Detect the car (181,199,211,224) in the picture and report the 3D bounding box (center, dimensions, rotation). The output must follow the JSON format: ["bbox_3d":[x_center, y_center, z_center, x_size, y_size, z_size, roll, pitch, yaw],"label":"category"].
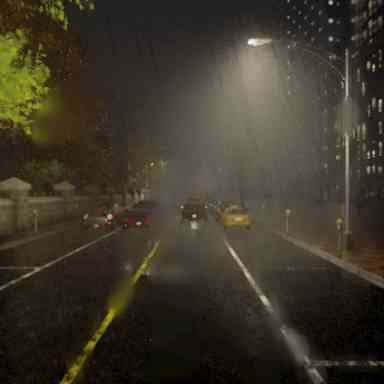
[{"bbox_3d":[0.167,1.522,25.325,1.882,1.535,5.008,0,0,0],"label":"car"}]

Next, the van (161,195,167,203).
[{"bbox_3d":[-5.546,1.472,55.406,1.690,1.788,3.998,0,0,0],"label":"van"}]

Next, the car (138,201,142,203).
[{"bbox_3d":[-5.619,1.601,27.244,2.008,1.369,4.403,0,0,0],"label":"car"}]

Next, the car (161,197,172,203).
[{"bbox_3d":[-5.502,1.731,72.302,1.887,1.381,4.507,0,0,0],"label":"car"}]

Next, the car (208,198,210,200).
[{"bbox_3d":[2.775,1.608,32.854,1.887,1.381,4.507,0,0,0],"label":"car"}]

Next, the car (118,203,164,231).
[{"bbox_3d":[-3.037,1.599,20.831,1.994,1.385,4.181,0,0,0],"label":"car"}]

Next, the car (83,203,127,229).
[{"bbox_3d":[-5.634,1.478,21.613,1.967,1.590,4.097,0,0,0],"label":"car"}]

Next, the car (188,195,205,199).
[{"bbox_3d":[0.209,1.441,41.576,2.097,1.767,4.553,0,0,0],"label":"car"}]

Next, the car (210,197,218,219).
[{"bbox_3d":[2.760,1.488,27.223,1.967,1.590,4.097,0,0,0],"label":"car"}]

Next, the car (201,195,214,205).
[{"bbox_3d":[2.848,1.461,61.017,2.192,1.841,5.009,0,0,0],"label":"car"}]

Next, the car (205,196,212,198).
[{"bbox_3d":[2.804,1.641,44.119,1.887,1.381,4.507,0,0,0],"label":"car"}]

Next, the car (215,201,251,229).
[{"bbox_3d":[2.747,1.562,21.761,1.752,1.417,4.829,0,0,0],"label":"car"}]

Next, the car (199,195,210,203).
[{"bbox_3d":[2.891,1.520,77.914,2.192,1.841,5.009,0,0,0],"label":"car"}]

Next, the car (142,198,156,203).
[{"bbox_3d":[-5.591,1.663,38.508,1.802,1.307,4.206,0,0,0],"label":"car"}]

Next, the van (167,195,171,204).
[{"bbox_3d":[-5.517,1.508,66.670,1.690,1.788,3.998,0,0,0],"label":"van"}]

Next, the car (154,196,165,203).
[{"bbox_3d":[-5.561,1.680,49.773,1.947,1.339,4.313,0,0,0],"label":"car"}]
